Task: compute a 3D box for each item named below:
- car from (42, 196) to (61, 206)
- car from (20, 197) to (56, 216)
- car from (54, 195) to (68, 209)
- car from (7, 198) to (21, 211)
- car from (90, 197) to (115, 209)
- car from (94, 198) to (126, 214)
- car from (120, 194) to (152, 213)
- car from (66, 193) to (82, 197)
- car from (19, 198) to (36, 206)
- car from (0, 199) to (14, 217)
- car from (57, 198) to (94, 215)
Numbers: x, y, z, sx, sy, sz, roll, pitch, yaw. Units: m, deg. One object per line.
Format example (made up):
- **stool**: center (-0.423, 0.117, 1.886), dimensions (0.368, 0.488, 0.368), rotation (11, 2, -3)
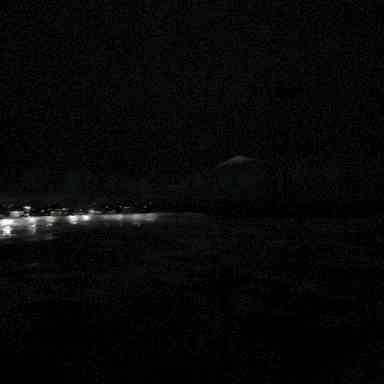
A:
- **car**: center (-24.226, 1.539, 57.226), dimensions (2.128, 1.511, 4.902), rotation (0, 0, -35)
- **car**: center (-15.250, 1.528, 32.748), dimensions (1.837, 1.490, 4.892), rotation (0, 0, -36)
- **car**: center (-17.622, 1.512, 42.012), dimensions (1.882, 1.535, 5.008), rotation (0, 0, -36)
- **car**: center (-20.988, 1.587, 40.689), dimensions (1.994, 1.385, 4.181), rotation (0, 0, -36)
- **car**: center (-12.803, 1.534, 47.307), dimensions (1.882, 1.535, 5.008), rotation (0, 0, -36)
- **car**: center (-9.449, 1.646, 36.673), dimensions (1.895, 1.301, 4.718), rotation (0, 0, -36)
- **car**: center (-6.773, 1.278, 38.955), dimensions (2.150, 2.045, 5.566), rotation (0, 0, -36)
- **car**: center (-20.900, 1.276, 58.588), dimensions (2.150, 2.045, 5.566), rotation (0, 0, -35)
- **car**: center (-27.712, 1.637, 56.082), dimensions (1.895, 1.301, 4.718), rotation (0, 0, -35)
- **car**: center (-17.948, 1.613, 30.502), dimensions (1.895, 1.301, 4.718), rotation (0, 0, -36)
- **car**: center (-12.117, 1.598, 34.391), dimensions (1.994, 1.385, 4.181), rotation (0, 0, -36)
